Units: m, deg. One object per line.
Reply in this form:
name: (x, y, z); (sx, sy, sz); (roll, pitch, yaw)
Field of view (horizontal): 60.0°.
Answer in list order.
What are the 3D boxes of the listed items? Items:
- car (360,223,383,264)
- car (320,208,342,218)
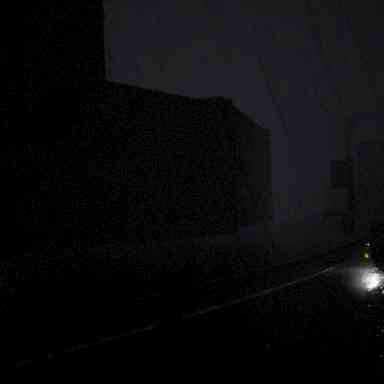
car: (7.298, 1.719, 11.535); (1.994, 1.385, 4.181); (-1, -2, 39)
car: (21.576, 3.249, 51.529); (1.882, 1.535, 5.008); (-3, -3, -2)
